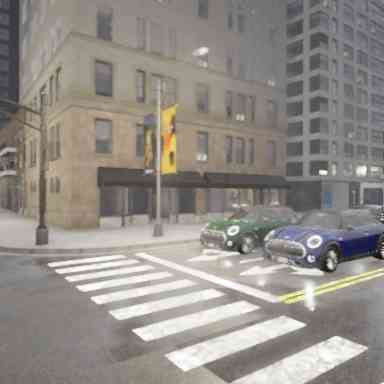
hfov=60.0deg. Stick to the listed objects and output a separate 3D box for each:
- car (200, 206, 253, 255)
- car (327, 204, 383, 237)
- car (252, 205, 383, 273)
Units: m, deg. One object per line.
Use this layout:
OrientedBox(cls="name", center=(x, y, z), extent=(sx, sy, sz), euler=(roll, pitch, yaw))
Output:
OrientedBox(cls="car", center=(2.533, 1.357, 13.465), extent=(4.553, 1.767, 2.097), euler=(0, 0, -35))
OrientedBox(cls="car", center=(9.838, 1.509, 18.676), extent=(4.892, 1.490, 1.837), euler=(0, 0, -35))
OrientedBox(cls="car", center=(4.420, 1.355, 10.819), extent=(4.553, 1.767, 2.097), euler=(0, 0, -35))
